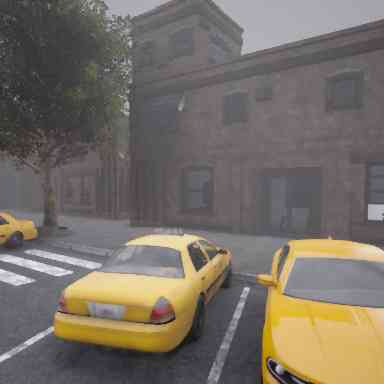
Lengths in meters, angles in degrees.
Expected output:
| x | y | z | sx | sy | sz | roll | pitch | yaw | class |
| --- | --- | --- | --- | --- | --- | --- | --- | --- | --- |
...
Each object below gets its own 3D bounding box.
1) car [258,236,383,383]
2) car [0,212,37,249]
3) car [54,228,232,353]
| x | y | z | sx | sy | sz | roll | pitch | yaw | class |
| --- | --- | --- | --- | --- | --- | --- | --- | --- | --- |
| 2.036 | 1.484 | 4.674 | 2.097 | 1.535 | 5.008 | 1 | 0 | 15 | car |
| -7.805 | 1.360 | 11.463 | 1.946 | 1.575 | 5.366 | 1 | 0 | 16 | car |
| -0.372 | 1.475 | 6.581 | 1.946 | 1.575 | 5.366 | 1 | 0 | 16 | car |
